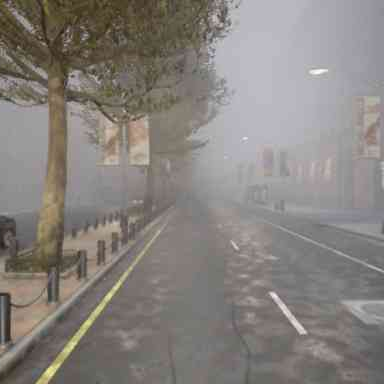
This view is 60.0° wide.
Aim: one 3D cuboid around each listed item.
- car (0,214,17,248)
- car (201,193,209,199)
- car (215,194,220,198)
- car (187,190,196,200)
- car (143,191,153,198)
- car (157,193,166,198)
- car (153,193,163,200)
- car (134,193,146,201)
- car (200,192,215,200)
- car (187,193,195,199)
[{"bbox_3d":[-8.093,1.446,11.682,2.128,1.511,4.902,0,0,0],"label":"car"},{"bbox_3d":[3.323,0.964,87.462,1.882,1.535,5.008,0,0,0],"label":"car"},{"bbox_3d":[6.567,1.063,90.474,1.895,1.301,4.718,0,0,0],"label":"car"},{"bbox_3d":[-0.149,0.936,73.833,2.097,1.767,4.553,0,0,0],"label":"car"},{"bbox_3d":[-11.682,0.699,89.458,2.097,1.767,4.553,0,0,0],"label":"car"},{"bbox_3d":[-8.181,0.887,89.436,1.994,1.385,4.181,0,0,0],"label":"car"},{"bbox_3d":[-8.148,1.081,73.611,1.882,1.535,5.008,0,0,0],"label":"car"},{"bbox_3d":[-11.648,1.208,73.574,1.895,1.301,4.718,0,0,0],"label":"car"},{"bbox_3d":[3.352,1.167,73.818,1.895,1.301,4.718,0,0,0],"label":"car"},{"bbox_3d":[-0.177,1.049,87.876,1.994,1.385,4.181,0,0,0],"label":"car"}]
